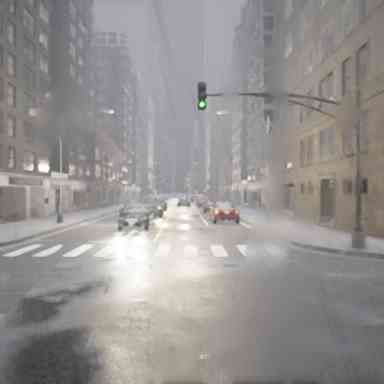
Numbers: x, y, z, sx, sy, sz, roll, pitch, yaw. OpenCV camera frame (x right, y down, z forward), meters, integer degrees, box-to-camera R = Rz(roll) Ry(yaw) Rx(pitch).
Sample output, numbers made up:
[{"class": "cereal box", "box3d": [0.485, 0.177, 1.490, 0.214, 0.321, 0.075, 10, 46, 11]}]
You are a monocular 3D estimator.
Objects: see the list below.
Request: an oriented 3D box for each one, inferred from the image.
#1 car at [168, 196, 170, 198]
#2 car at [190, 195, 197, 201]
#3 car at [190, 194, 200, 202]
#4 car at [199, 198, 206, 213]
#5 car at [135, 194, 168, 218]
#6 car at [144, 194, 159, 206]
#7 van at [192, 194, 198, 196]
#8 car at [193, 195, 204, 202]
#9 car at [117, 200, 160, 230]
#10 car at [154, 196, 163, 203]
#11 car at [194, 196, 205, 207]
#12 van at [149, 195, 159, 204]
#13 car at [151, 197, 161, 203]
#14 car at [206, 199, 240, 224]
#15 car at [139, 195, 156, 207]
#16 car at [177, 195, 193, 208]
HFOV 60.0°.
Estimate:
[{"class": "car", "box3d": [-3.936, 1.586, 40.448, 1.994, 1.385, 4.181, 0, 0, -2]}, {"class": "car", "box3d": [0.389, 1.704, 93.151, 1.752, 1.417, 4.829, 0, 0, -2]}, {"class": "car", "box3d": [0.723, 1.461, 81.676, 2.192, 1.841, 5.009, 0, 0, -2]}, {"class": "car", "box3d": [2.041, 1.614, 36.459, 1.802, 1.307, 4.206, 0, 0, -2]}, {"class": "car", "box3d": [-3.652, 1.369, 30.704, 2.097, 1.767, 4.553, 0, 0, -2]}, {"class": "car", "box3d": [-7.141, 1.373, 58.833, 2.192, 1.841, 5.009, 0, 0, -2]}, {"class": "van", "box3d": [1.381, 1.418, 59.066, 1.690, 1.788, 3.998, 0, 0, -2]}, {"class": "car", "box3d": [1.545, 1.603, 53.413, 1.887, 1.381, 4.507, 0, 0, -2]}, {"class": "car", "box3d": [-3.433, 1.503, 21.071, 2.128, 1.511, 4.902, 0, 0, -1]}, {"class": "car", "box3d": [-7.630, 1.636, 75.624, 1.752, 1.417, 4.829, 0, 0, -2]}, {"class": "car", "box3d": [1.711, 1.626, 47.761, 1.802, 1.307, 4.206, 0, 0, -2]}, {"class": "van", "box3d": [-7.306, 1.417, 64.487, 1.690, 1.788, 3.998, 0, 0, -2]}, {"class": "car", "box3d": [-7.471, 1.676, 70.139, 1.802, 1.307, 4.206, 0, 0, -2]}, {"class": "car", "box3d": [2.370, 1.467, 25.154, 1.967, 1.590, 4.097, 0, 0, -2]}, {"class": "car", "box3d": [-6.976, 1.355, 53.178, 2.192, 1.841, 5.009, 0, 0, -2]}, {"class": "car", "box3d": [-1.223, 1.608, 50.374, 1.994, 1.385, 4.181, 0, 0, -2]}]
